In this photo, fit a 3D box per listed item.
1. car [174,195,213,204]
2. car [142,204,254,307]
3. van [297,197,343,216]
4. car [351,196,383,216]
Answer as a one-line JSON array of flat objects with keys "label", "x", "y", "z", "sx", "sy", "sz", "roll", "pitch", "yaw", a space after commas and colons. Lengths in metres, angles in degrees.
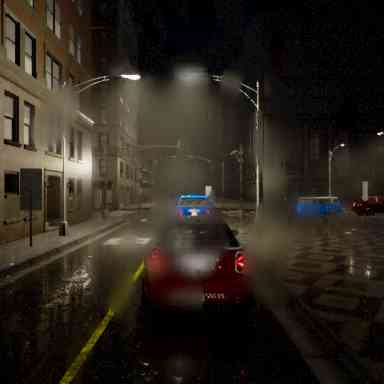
[{"label": "car", "x": 0.102, "y": 1.210, "z": 19.987, "sx": 2.150, "sy": 2.045, "sz": 5.566, "roll": 0, "pitch": 1, "yaw": -1}, {"label": "car", "x": 0.107, "y": 1.346, "z": 8.120, "sx": 2.097, "sy": 1.767, "sz": 4.553, "roll": 0, "pitch": 0, "yaw": 0}, {"label": "van", "x": 11.749, "y": 1.351, "z": 30.736, "sx": 3.998, "sy": 1.788, "sz": 1.690, "roll": 0, "pitch": 0, "yaw": -1}, {"label": "car", "x": 17.390, "y": 1.324, "z": 30.818, "sx": 5.009, "sy": 1.841, "sz": 2.192, "roll": 0, "pitch": 0, "yaw": -1}]
